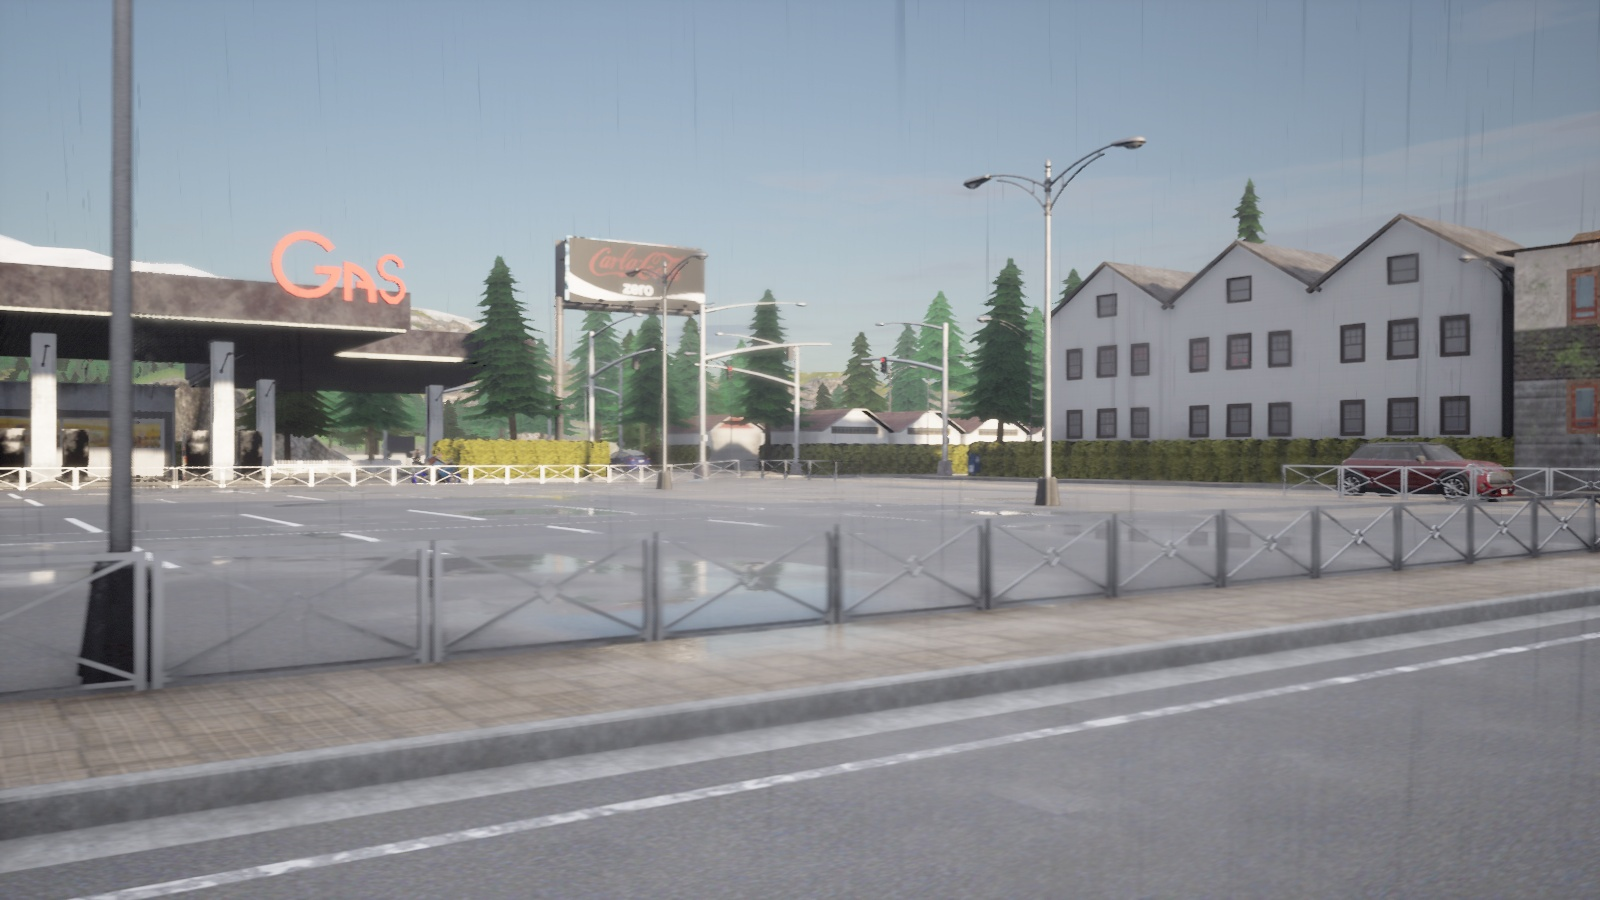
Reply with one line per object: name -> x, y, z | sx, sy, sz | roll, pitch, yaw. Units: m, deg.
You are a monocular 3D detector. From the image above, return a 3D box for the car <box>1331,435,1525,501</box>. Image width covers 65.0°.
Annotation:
car -> 17.937, 0.477, 36.066 | 2.097, 1.767, 4.553 | 0, 0, -35

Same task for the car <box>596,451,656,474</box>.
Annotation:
car -> -11.845, 0.817, 85.211 | 2.163, 1.488, 4.792 | -1, 1, -34

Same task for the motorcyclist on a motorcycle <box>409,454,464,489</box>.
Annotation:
motorcyclist on a motorcycle -> -16.339, 0.968, 56.470 | 2.191, 1.530, 0.866 | 0, 0, -35
